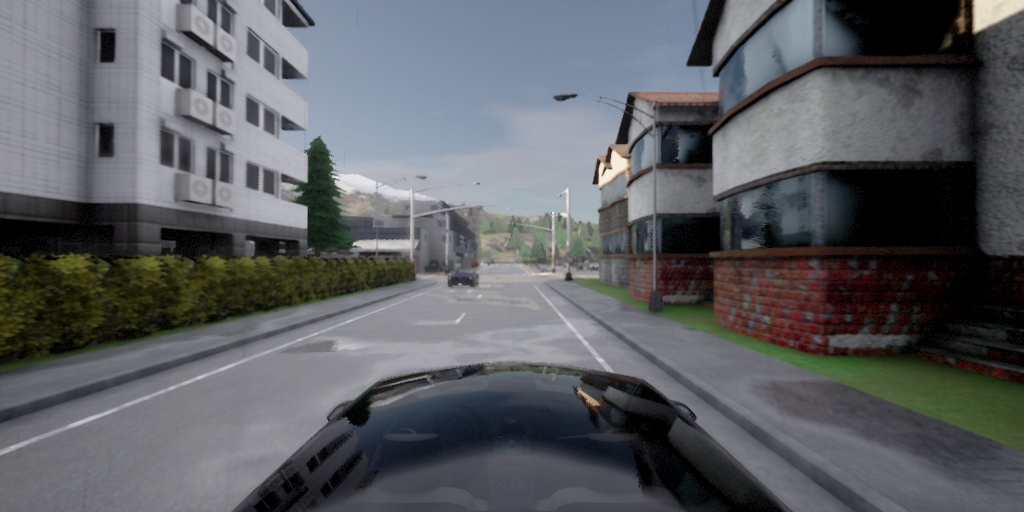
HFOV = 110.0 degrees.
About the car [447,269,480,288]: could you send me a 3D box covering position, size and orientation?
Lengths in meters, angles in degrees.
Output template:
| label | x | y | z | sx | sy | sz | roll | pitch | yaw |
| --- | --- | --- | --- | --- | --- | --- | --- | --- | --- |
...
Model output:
| label | x | y | z | sx | sy | sz | roll | pitch | yaw |
| --- | --- | --- | --- | --- | --- | --- | --- | --- | --- |
| car | -3.520 | 1.631 | 26.594 | 1.895 | 1.301 | 4.718 | 0 | -1 | 0 |
